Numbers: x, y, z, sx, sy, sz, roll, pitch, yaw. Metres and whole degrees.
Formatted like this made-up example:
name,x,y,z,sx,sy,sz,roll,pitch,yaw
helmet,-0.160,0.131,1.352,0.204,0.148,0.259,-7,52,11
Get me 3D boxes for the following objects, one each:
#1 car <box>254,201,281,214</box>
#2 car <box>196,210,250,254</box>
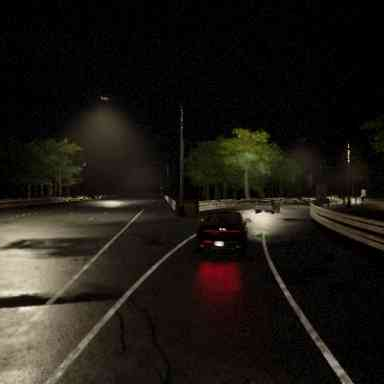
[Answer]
name,x,y,z,sx,sy,sz,roll,pitch,yaw
car,8.119,1.651,35.381,1.895,1.301,4.718,0,0,25
car,1.334,1.519,13.732,1.837,1.490,4.892,0,0,10
